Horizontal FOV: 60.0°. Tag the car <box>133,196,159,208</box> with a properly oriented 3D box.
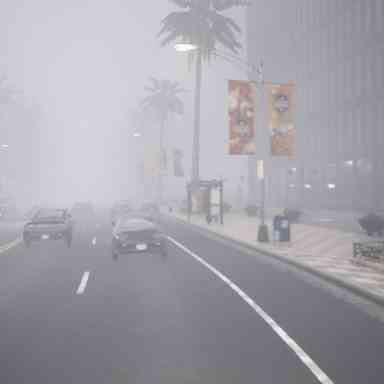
[{"bbox_3d":[-4.624,1.457,35.133,2.231,1.521,4.892,-1,0,-15],"label":"car"}]

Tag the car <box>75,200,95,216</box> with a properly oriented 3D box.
[{"bbox_3d":[-10.866,1.539,33.356,2.128,1.511,4.902,-1,0,-14],"label":"car"}]

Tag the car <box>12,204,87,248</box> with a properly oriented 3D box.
[{"bbox_3d":[-6.247,1.527,15.212,2.128,1.511,4.902,-1,0,-14],"label":"car"}]

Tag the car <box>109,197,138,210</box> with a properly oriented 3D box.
[{"bbox_3d":[-6.477,1.497,30.355,2.128,1.511,4.902,-1,0,-14],"label":"car"}]

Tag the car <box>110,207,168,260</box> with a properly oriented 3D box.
[{"bbox_3d":[-2.044,1.521,12.478,1.812,1.442,4.674,-1,0,-12],"label":"car"}]

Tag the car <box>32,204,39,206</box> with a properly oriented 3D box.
[{"bbox_3d":[-13.835,1.738,30.475,1.895,1.301,4.718,-1,0,-15],"label":"car"}]

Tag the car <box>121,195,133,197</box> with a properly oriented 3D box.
[{"bbox_3d":[-11.981,1.350,63.571,2.185,1.767,4.553,-1,0,-15],"label":"car"}]

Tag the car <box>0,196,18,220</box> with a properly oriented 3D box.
[{"bbox_3d":[-17.226,1.435,29.597,2.150,2.045,5.566,-1,0,-15],"label":"car"}]

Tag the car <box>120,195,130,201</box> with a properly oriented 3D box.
[{"bbox_3d":[-17.180,1.520,84.878,2.161,1.482,4.786,-1,0,-15],"label":"car"}]
